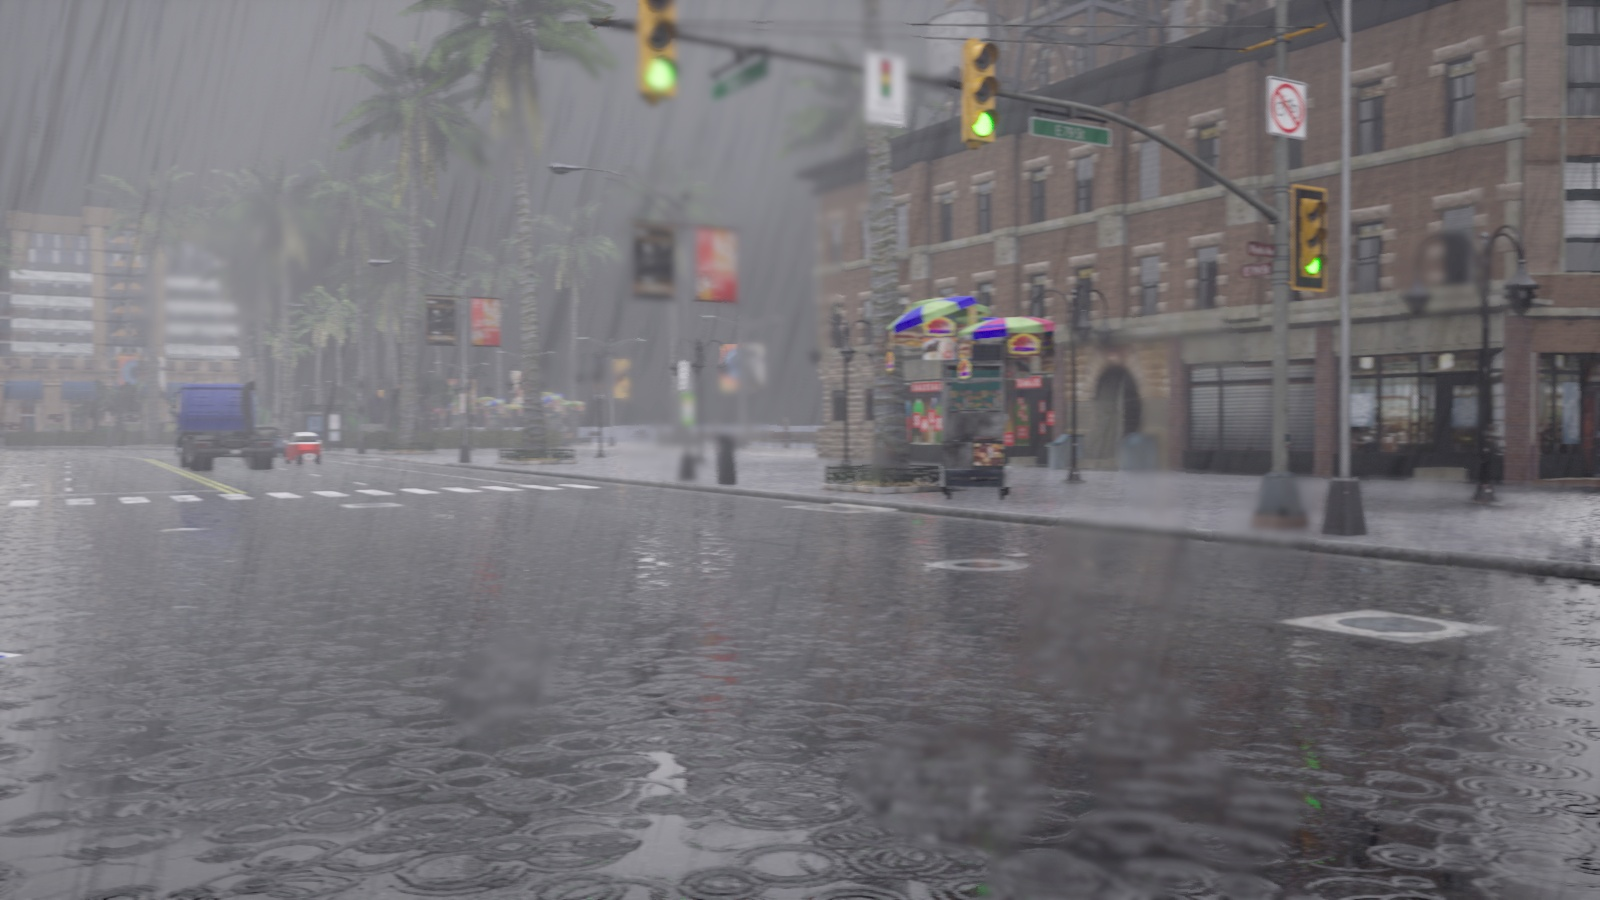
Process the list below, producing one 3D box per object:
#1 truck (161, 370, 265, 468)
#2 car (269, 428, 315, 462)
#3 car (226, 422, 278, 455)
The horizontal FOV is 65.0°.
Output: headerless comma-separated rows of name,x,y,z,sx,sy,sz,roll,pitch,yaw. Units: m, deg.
truck,-22.921,-1.185,48.803,2.891,3.462,7.936,-1,1,-31
car,-21.676,-0.241,53.576,1.481,1.376,2.207,-1,2,-31
car,-27.967,-0.621,64.036,1.851,1.617,3.988,-1,1,-32
